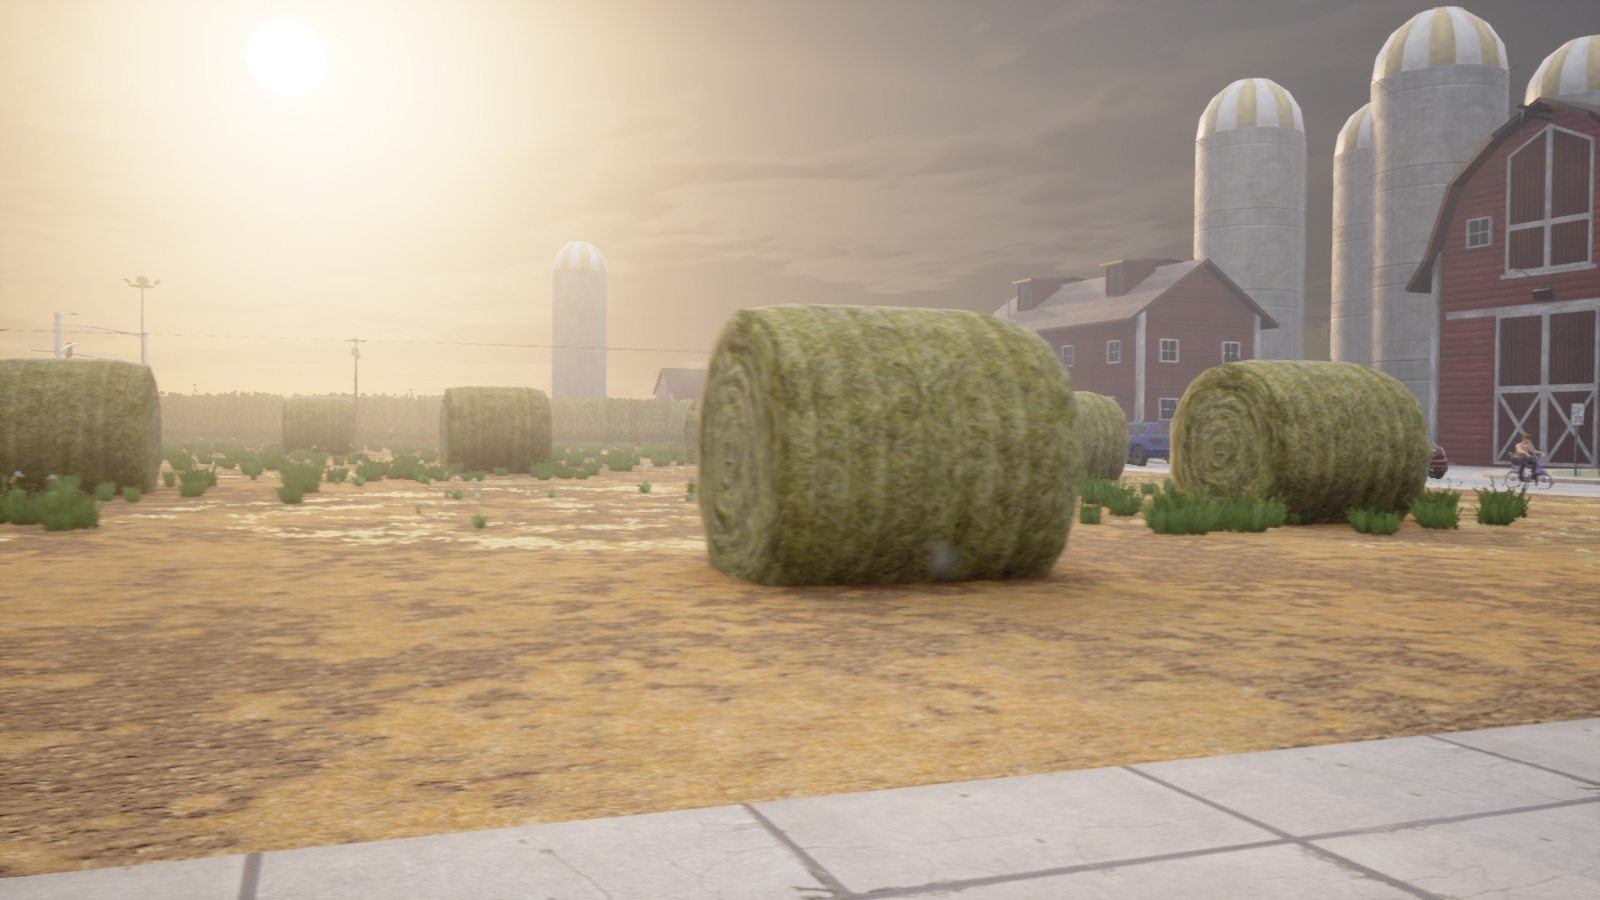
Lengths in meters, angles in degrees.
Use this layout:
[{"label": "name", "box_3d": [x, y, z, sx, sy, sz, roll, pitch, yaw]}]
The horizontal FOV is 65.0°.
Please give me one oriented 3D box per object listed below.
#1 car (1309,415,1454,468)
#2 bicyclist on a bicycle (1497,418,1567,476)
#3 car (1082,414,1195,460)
[{"label": "car", "box_3d": [20.963, -0.342, 45.508, 2.097, 1.767, 4.553, -2, 2, -22]}, {"label": "bicyclist on a bicycle", "box_3d": [20.986, -0.100, 36.033, 0.866, 1.612, 1.509, -1, 1, -22]}, {"label": "car", "box_3d": [15.709, -0.626, 58.609, 2.150, 2.045, 5.566, -1, 1, -22]}]
